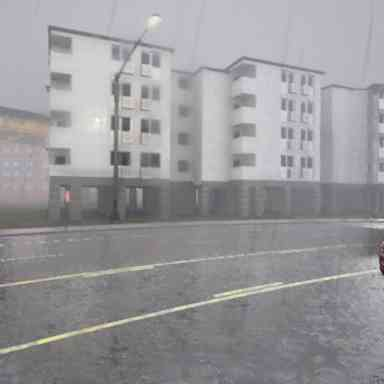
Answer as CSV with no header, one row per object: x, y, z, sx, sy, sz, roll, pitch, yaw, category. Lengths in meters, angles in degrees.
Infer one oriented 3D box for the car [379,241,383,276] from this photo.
7.235,1.454,8.782,4.553,1.767,2.097,1,0,-24,car
